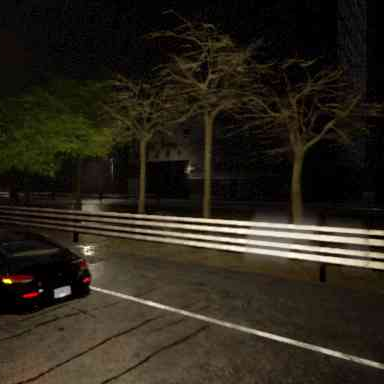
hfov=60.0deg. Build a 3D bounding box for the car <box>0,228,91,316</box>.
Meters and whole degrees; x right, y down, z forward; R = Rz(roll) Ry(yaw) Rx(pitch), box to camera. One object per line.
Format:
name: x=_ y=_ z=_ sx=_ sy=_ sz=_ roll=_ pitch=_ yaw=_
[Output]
car: x=-4.020 y=1.472 z=6.846 sx=4.674 sy=1.442 sz=1.812 roll=1 pitch=0 yaw=35
